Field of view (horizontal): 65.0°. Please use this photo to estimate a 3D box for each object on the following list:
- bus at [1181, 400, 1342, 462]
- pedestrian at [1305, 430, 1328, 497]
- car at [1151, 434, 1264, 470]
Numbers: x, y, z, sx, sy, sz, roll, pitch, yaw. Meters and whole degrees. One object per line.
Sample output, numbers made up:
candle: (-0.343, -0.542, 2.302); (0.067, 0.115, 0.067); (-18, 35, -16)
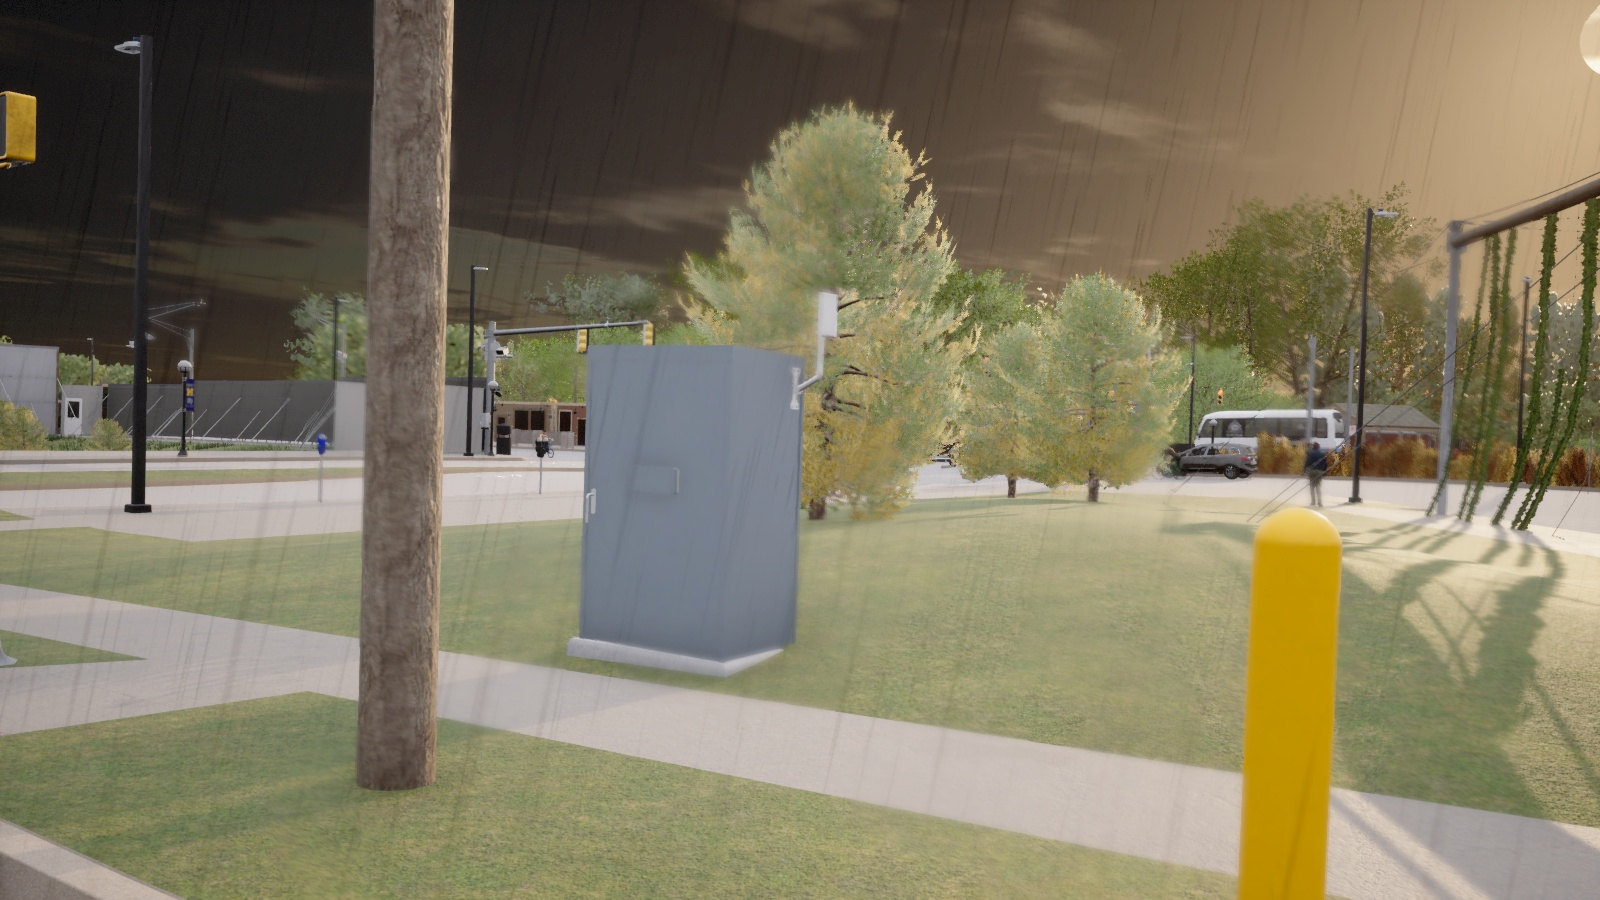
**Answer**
bus: (33.445, -1.329, 91.242); (10.273, 4.253, 3.944); (0, 1, 36)
pedestrian: (14.381, 0.376, 34.975); (0.370, 1.835, 0.726); (1, 2, 8)
car: (19.300, 0.091, 59.530); (4.611, 1.667, 2.242); (0, 1, 34)
